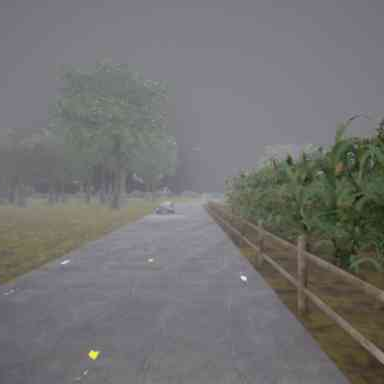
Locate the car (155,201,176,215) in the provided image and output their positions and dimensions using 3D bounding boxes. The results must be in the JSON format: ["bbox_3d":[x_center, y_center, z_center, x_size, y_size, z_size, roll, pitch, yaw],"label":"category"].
[{"bbox_3d":[-2.863,1.717,36.509,1.812,1.442,4.674,0,0,0],"label":"car"}]
